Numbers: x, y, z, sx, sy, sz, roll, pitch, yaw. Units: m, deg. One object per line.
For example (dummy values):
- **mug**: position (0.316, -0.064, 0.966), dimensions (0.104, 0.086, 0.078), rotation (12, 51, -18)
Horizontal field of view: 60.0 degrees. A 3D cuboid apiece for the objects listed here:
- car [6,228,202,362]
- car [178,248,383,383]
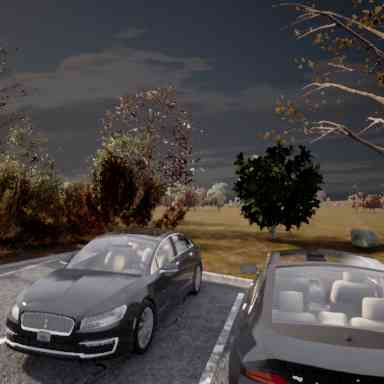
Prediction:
- **car**: position (-1.105, 1.486, 6.297), dimensions (2.231, 1.521, 4.892), rotation (1, -1, 16)
- **car**: position (1.652, 1.487, 4.317), dimensions (2.231, 1.521, 4.892), rotation (0, -1, 15)
